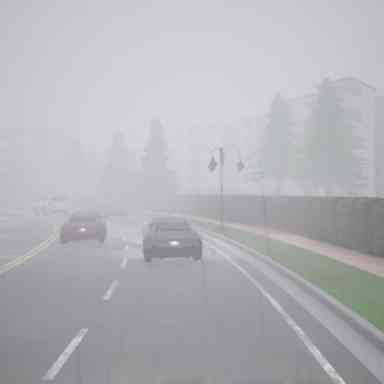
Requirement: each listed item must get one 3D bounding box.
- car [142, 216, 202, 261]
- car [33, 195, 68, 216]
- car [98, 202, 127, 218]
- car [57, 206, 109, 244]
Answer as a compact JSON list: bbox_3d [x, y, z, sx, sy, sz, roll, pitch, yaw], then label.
[{"bbox_3d":[-0.867,1.607,12.537,1.994,1.385,4.181,0,0,-9],"label":"car"},{"bbox_3d":[-14.631,1.339,34.349,2.150,2.045,5.566,1,0,-40],"label":"car"},{"bbox_3d":[-7.819,1.654,31.053,2.033,1.411,5.357,0,0,-33],"label":"car"},{"bbox_3d":[-5.280,1.621,16.437,1.994,1.385,4.181,0,0,-15],"label":"car"}]
